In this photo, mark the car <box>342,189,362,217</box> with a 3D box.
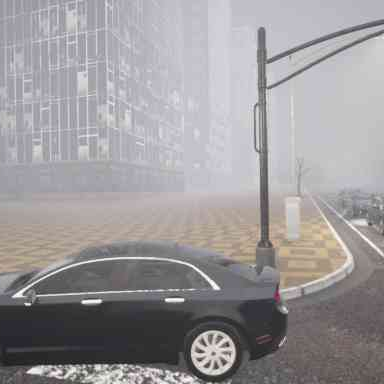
[{"bbox_3d":[10.921,0.759,20.780,1.994,1.385,4.181,-1,2,17],"label":"car"}]

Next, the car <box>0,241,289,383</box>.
[{"bbox_3d":[-1.142,1.505,4.792,4.892,1.490,1.837,0,0,0],"label":"car"}]

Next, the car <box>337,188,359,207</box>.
[{"bbox_3d":[12.886,0.454,26.854,2.128,1.511,4.902,-1,2,18],"label":"car"}]

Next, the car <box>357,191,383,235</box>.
[{"bbox_3d":[8.902,0.928,14.476,2.128,1.511,4.902,-1,2,18],"label":"car"}]
